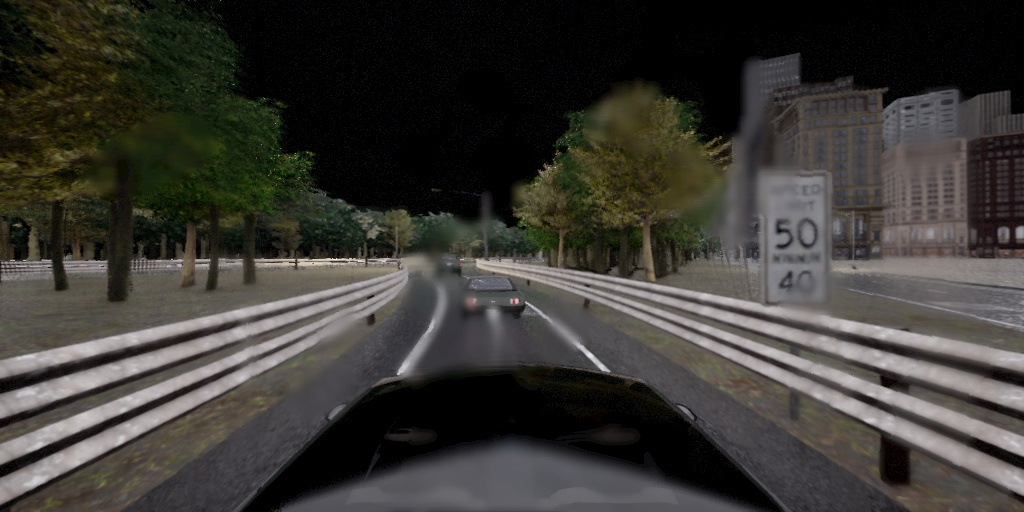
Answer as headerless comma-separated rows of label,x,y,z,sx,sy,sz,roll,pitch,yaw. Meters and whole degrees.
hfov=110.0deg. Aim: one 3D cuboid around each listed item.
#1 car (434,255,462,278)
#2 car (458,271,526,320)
car,-6.083,0.897,33.974,2.150,2.045,5.566,0,1,-15
car,-0.808,1.344,12.526,1.895,1.301,4.718,0,0,-7
